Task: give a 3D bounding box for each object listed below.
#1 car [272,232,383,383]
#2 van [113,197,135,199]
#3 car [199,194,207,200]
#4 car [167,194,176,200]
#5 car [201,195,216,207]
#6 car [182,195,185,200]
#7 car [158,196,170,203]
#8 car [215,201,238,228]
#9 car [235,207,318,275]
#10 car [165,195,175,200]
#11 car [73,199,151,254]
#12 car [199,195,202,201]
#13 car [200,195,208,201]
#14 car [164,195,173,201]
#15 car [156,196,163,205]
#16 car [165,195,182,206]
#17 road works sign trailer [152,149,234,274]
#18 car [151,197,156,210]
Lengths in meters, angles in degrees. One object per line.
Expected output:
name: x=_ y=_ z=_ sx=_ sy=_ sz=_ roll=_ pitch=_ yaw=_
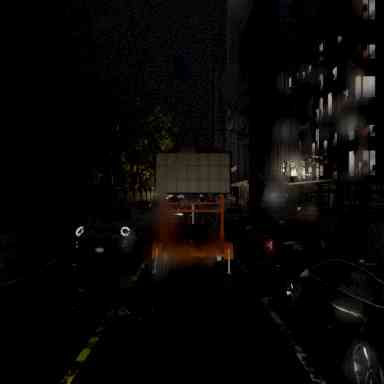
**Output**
car: x=2.700 y=1.566 z=4.783 sx=1.947 sy=1.339 sz=4.313 roll=0 pitch=0 yaw=0
van: x=-5.645 y=1.324 z=27.534 sx=1.690 sy=1.788 sz=3.998 roll=0 pitch=0 yaw=0
car: x=2.829 y=1.379 z=90.007 sx=2.008 sy=1.369 sz=4.403 roll=0 pitch=0 yaw=0
car: x=-5.552 y=1.379 z=90.046 sx=2.008 sy=1.369 sz=4.403 roll=0 pitch=0 yaw=0
car: x=2.769 y=1.526 z=50.237 sx=1.802 sy=1.307 sz=4.206 roll=0 pitch=0 yaw=0
car: x=-2.876 y=1.448 z=84.385 sx=1.895 sy=1.301 sz=4.718 roll=0 pitch=0 yaw=0
car: x=-5.586 y=1.452 z=67.315 sx=2.008 sy=1.369 sz=4.403 roll=0 pitch=0 yaw=0
car: x=2.726 y=1.515 z=22.000 sx=1.752 sy=1.417 sz=4.829 roll=0 pitch=0 yaw=0
car: x=2.709 y=1.438 z=10.464 sx=1.967 sy=1.590 sz=4.097 roll=0 pitch=0 yaw=0
car: x=-5.560 y=1.398 z=84.363 sx=2.008 sy=1.369 sz=4.403 roll=0 pitch=0 yaw=0
car: x=-3.081 y=1.348 z=13.357 sx=2.097 sy=1.767 sz=4.553 roll=0 pitch=0 yaw=0
car: x=2.795 y=1.446 z=67.281 sx=1.887 sy=1.381 sz=4.507 roll=0 pitch=0 yaw=0
car: x=2.812 y=1.432 z=78.643 sx=1.947 sy=1.339 sz=4.313 roll=0 pitch=0 yaw=0
car: x=-5.569 y=1.392 z=78.509 sx=1.752 sy=1.417 sz=4.829 roll=0 pitch=0 yaw=0
car: x=-5.603 y=1.475 z=55.948 sx=1.887 sy=1.381 sz=4.507 roll=0 pitch=0 yaw=0
car: x=-3.011 y=1.460 z=54.472 sx=1.812 sy=1.442 sz=4.674 roll=0 pitch=0 yaw=0
road works sign trailer: x=0.031 y=0.462 z=10.526 sx=2.380 sy=3.560 sz=2.880 roll=0 pitch=0 yaw=1
car: x=-5.629 y=1.547 z=38.900 sx=1.802 sy=1.307 sz=4.206 roll=0 pitch=0 yaw=0
